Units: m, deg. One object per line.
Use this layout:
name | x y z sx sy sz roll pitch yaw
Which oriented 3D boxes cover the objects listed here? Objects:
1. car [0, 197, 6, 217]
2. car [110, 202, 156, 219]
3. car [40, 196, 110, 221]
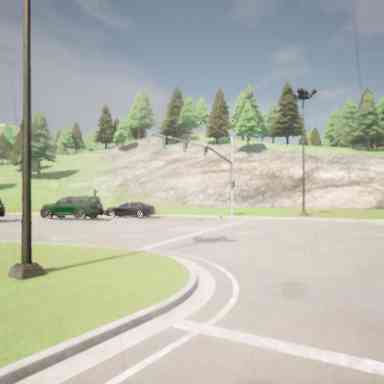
car | -18.141 1.376 27.154 5.566 2.045 2.150 0 -1 10
car | -5.784 1.683 31.364 4.892 1.490 1.837 0 -1 17
car | -10.491 1.387 29.165 5.566 2.045 2.150 0 0 15
